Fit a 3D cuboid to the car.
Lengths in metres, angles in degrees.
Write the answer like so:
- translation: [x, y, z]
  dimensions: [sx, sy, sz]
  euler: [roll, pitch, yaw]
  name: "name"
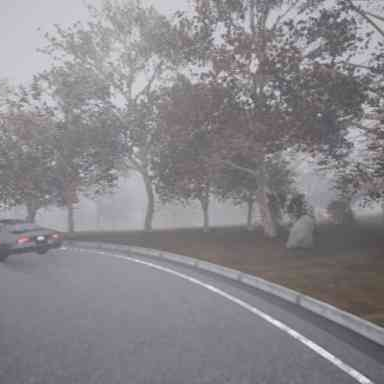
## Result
- translation: [-7.440, 1.803, 13.009]
  dimensions: [5.357, 1.411, 2.033]
  euler: [-3, -2, 32]
  name: "car"
